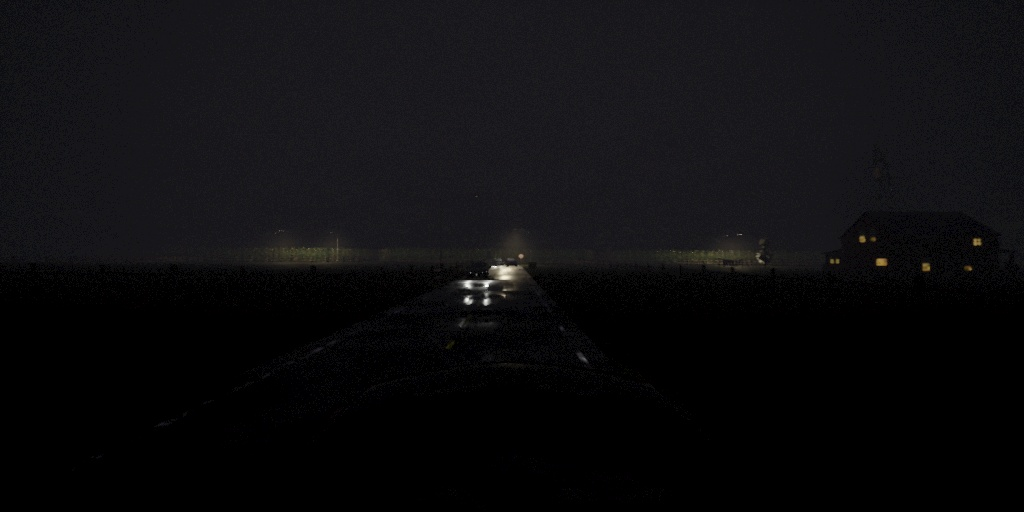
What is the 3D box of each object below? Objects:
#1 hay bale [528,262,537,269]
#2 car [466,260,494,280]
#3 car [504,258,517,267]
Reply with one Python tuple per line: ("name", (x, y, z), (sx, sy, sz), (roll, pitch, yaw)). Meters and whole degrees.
("hay bale", (3.118, 1.396, 54.650), (1.220, 1.180, 1.240), (0, 0, 0))
("car", (-2.850, 1.255, 31.221), (1.837, 1.490, 4.892), (0, 0, 0))
("car", (-0.006, 1.335, 63.248), (1.895, 1.301, 4.718), (0, 0, 0))
